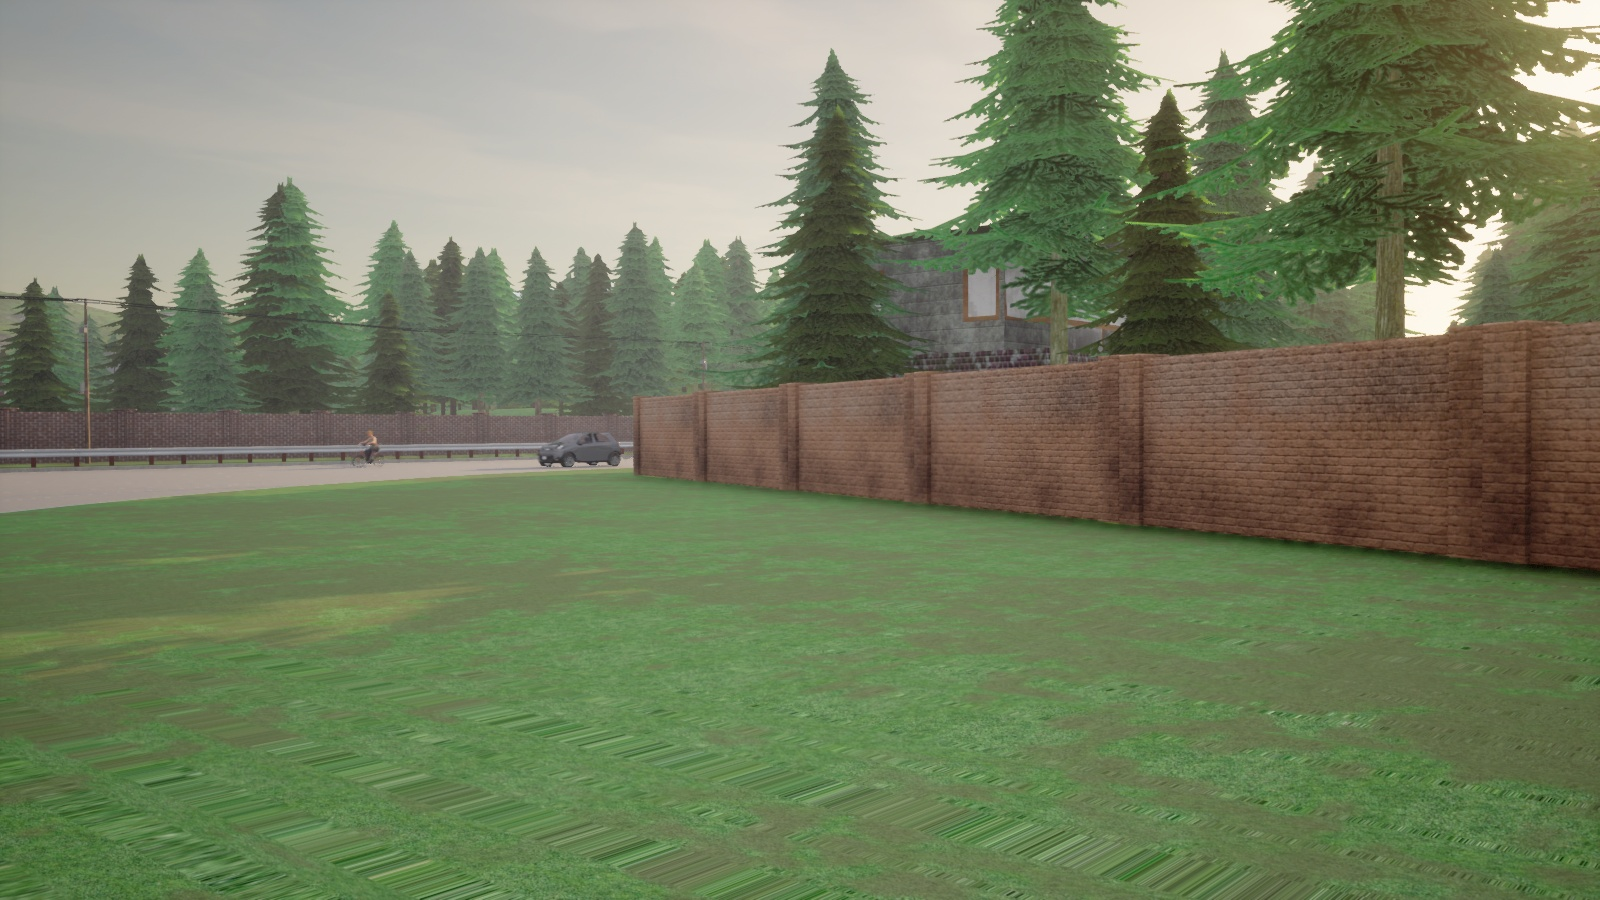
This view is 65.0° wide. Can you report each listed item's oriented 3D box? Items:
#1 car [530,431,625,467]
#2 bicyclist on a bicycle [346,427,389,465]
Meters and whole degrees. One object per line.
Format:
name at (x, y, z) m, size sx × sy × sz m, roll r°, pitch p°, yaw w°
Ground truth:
car at (-9.530, -0.062, 53.927) m, size 1.845 × 1.501 × 3.633 m, roll 1°, pitch 1°, yaw 41°
bicyclist on a bicycle at (-18.648, -0.179, 54.163) m, size 0.866 × 1.612 × 1.509 m, roll 1°, pitch 1°, yaw 42°
